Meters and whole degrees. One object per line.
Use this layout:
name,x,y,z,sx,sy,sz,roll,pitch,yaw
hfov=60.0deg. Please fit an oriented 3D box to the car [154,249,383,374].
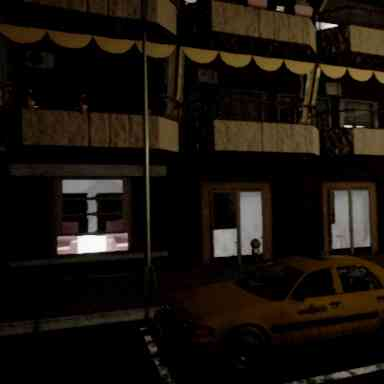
car,1.825,1.685,5.546,4.829,1.417,1.752,0,-2,-18
